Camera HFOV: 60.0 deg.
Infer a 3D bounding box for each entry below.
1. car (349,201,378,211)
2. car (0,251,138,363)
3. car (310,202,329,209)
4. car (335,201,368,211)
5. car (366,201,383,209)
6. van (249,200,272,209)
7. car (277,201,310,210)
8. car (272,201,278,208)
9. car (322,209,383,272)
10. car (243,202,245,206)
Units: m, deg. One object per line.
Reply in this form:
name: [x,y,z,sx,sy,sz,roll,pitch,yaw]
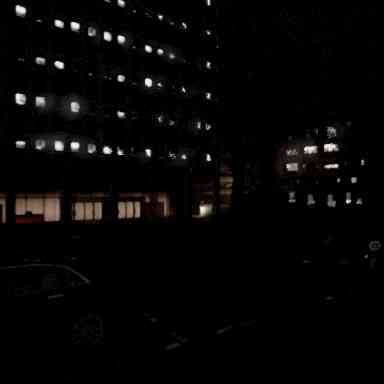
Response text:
car: [30.008,2.343,58.223,1.967,1.590,4.097,-1,0,-36]
car: [-2.909,1.553,4.491,4.403,1.369,2.008,1,-1,-36]
car: [24.740,2.615,65.398,1.802,1.307,4.206,-1,0,-36]
car: [24.331,2.409,51.339,2.008,1.369,4.403,-1,0,-36]
car: [27.603,2.328,46.832,2.008,1.369,4.403,-1,0,-36]
van: [13.314,2.476,66.687,1.690,1.788,3.998,-1,0,-36]
car: [18.242,2.556,59.806,1.887,1.381,4.507,-1,0,-36]
car: [18.135,2.637,74.369,1.967,1.590,4.097,-1,0,-36]
car: [6.086,1.536,10.920,4.097,1.590,1.967,1,-1,-36]
car: [11.591,2.942,83.379,1.802,1.307,4.206,-1,0,-36]
